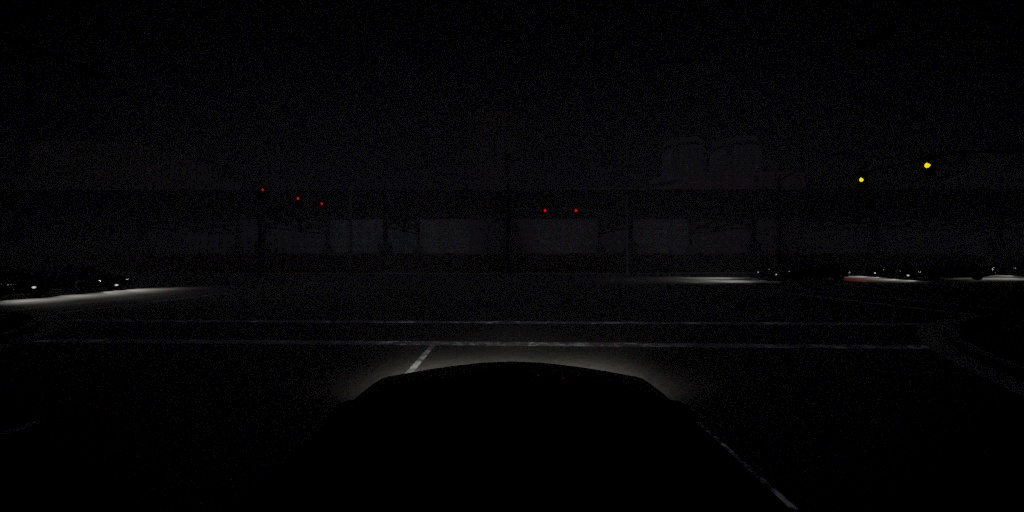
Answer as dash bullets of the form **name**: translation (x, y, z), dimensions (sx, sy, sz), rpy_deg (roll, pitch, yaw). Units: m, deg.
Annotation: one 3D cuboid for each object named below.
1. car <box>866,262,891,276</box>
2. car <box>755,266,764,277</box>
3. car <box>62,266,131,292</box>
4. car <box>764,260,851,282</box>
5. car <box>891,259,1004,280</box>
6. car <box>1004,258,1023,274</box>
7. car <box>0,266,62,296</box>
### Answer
- **car**: translation (32.850, 0.991, 29.754), dimensions (5.357, 1.411, 2.033), rpy_deg (-1, 0, 1)
- **car**: translation (23.110, 1.056, 30.011), dimensions (4.902, 1.511, 2.128), rpy_deg (-1, 0, 2)
- **car**: translation (-25.284, 1.274, 20.585), dimensions (5.357, 1.411, 2.033), rpy_deg (0, 0, 2)
- **car**: translation (22.053, 1.070, 26.531), dimensions (4.902, 1.511, 2.128), rpy_deg (-1, 0, 1)
- **car**: translation (31.761, 1.010, 26.282), dimensions (5.357, 1.411, 2.033), rpy_deg (-1, 0, 1)
- **car**: translation (43.071, 0.824, 29.479), dimensions (5.357, 1.411, 2.033), rpy_deg (-1, 0, 1)
- **car**: translation (-25.110, 1.237, 17.081), dimensions (4.892, 1.490, 1.837), rpy_deg (0, 0, 2)
